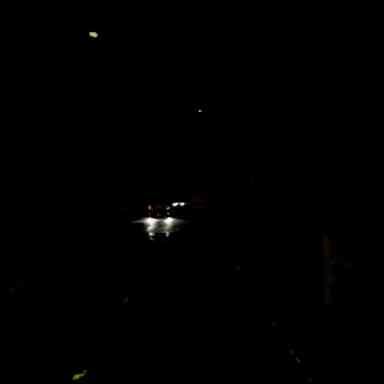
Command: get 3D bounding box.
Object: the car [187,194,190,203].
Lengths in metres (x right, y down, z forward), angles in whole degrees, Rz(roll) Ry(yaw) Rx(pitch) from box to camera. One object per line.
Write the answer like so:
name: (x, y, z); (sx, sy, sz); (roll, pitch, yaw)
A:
car: (-0.002, 1.278, 70.207); (2.097, 1.767, 4.553); (0, 0, 0)

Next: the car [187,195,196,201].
car: (-0.003, 1.428, 81.256); (2.128, 1.511, 4.902); (0, 0, 0)

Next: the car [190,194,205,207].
car: (0.961, 1.496, 52.667); (1.882, 1.535, 5.008); (0, 0, 0)

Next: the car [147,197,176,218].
car: (-2.848, 1.360, 30.655); (2.097, 1.767, 4.553); (0, 0, 0)

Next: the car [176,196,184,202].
car: (-2.753, 1.553, 71.579); (1.895, 1.301, 4.718); (0, 0, 0)
